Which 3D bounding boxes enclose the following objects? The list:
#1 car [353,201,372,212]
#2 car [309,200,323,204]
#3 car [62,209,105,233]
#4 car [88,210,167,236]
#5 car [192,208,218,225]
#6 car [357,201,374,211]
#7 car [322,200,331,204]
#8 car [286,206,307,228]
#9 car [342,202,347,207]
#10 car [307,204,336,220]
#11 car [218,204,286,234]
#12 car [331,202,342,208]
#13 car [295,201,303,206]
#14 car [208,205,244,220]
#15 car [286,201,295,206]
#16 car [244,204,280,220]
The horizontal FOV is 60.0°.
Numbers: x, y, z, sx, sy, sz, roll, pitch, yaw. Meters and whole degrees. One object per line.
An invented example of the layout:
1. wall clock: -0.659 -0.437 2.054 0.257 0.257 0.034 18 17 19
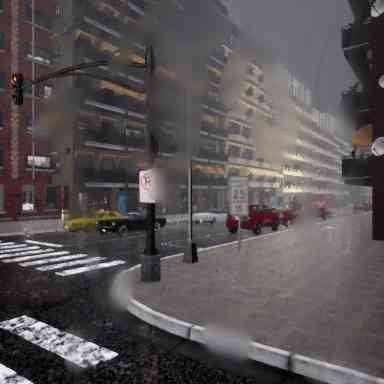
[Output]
1. car: 30.059 2.526 59.098 2.192 1.841 5.009 -1 -2 35
2. car: 23.189 2.778 63.830 1.887 1.381 4.507 -1 -2 35
3. car: -6.136 1.841 21.929 1.752 1.417 4.829 -1 -2 35
4. car: -3.757 1.917 20.785 1.895 1.301 4.718 0 -1 35
5. car: 1.987 2.099 28.993 1.895 1.301 4.718 0 -1 35
6. car: 33.307 2.626 63.739 2.192 1.841 5.009 -1 -2 35
7. car: 26.434 2.648 68.475 2.192 1.841 5.009 -1 -2 35
8. car: 7.331 2.047 26.612 1.887 1.381 4.507 -1 -2 35
9. car: 39.426 3.290 87.031 1.947 1.339 4.313 -1 -2 35
10. car: 13.825 2.288 35.891 1.802 1.307 4.206 -1 -2 35
11. car: 4.082 1.715 21.979 2.192 1.841 5.009 -1 -2 35
12. car: 32.930 3.074 77.750 1.887 1.381 4.507 -1 -2 35
13. car: 16.692 2.348 54.555 2.192 1.841 5.009 -1 -2 35
14. car: 3.704 2.171 35.988 1.887 1.381 4.507 -1 -2 35
15. car: 13.348 2.453 49.770 1.752 1.417 4.829 -1 -2 35
16. car: 7.960 2.177 37.507 2.128 1.511 4.902 0 -1 35
